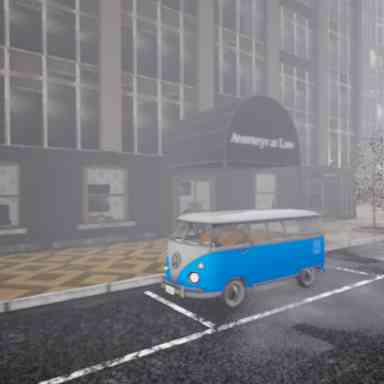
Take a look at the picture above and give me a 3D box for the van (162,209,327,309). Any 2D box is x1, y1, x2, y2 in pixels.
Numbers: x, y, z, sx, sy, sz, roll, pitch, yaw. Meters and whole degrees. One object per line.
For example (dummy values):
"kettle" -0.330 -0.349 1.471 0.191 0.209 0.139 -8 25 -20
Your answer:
"van" 1.298 1.307 7.486 3.998 1.788 1.690 0 0 -36
